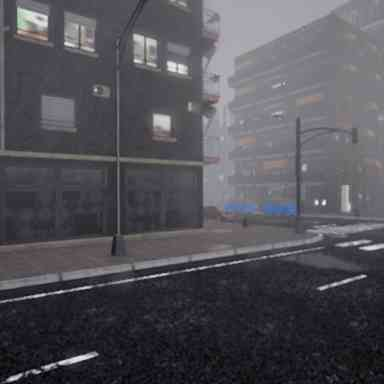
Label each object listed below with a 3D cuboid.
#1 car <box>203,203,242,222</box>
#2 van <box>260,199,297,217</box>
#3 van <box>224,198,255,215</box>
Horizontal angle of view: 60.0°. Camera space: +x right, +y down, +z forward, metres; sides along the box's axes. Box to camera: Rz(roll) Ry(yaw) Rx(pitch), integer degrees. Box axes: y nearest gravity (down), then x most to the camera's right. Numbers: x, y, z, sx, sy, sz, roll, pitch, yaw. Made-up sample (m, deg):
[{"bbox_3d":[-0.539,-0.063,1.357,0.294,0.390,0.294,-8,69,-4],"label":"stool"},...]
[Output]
[{"bbox_3d":[1.994,1.846,28.847,1.802,1.307,4.206,-1,0,-36],"label":"car"},{"bbox_3d":[8.723,1.561,33.779,1.690,1.788,3.998,-1,0,-36],"label":"van"},{"bbox_3d":[5.398,1.635,38.287,1.690,1.788,3.998,-1,0,-36],"label":"van"}]
